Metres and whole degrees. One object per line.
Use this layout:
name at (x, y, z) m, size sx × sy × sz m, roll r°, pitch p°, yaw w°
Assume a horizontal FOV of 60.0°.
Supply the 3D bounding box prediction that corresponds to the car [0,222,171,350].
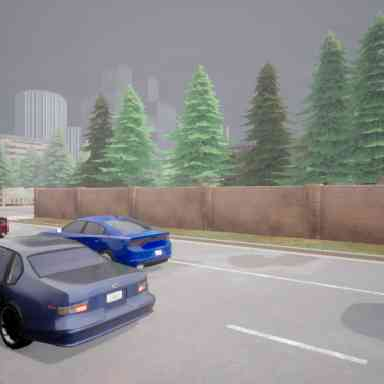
car at (-3.160, 1.547, 6.237) m, size 5.357 × 1.411 × 2.033 m, roll 0°, pitch 0°, yaw 35°

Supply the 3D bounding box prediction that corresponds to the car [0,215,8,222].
car at (-10.746, 1.478, 15.945) m, size 5.008 × 1.535 × 1.882 m, roll 0°, pitch 0°, yaw 35°

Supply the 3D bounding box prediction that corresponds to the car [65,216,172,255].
car at (-2.915, 1.478, 10.367) m, size 5.008 × 1.535 × 1.882 m, roll 0°, pitch 0°, yaw 35°
